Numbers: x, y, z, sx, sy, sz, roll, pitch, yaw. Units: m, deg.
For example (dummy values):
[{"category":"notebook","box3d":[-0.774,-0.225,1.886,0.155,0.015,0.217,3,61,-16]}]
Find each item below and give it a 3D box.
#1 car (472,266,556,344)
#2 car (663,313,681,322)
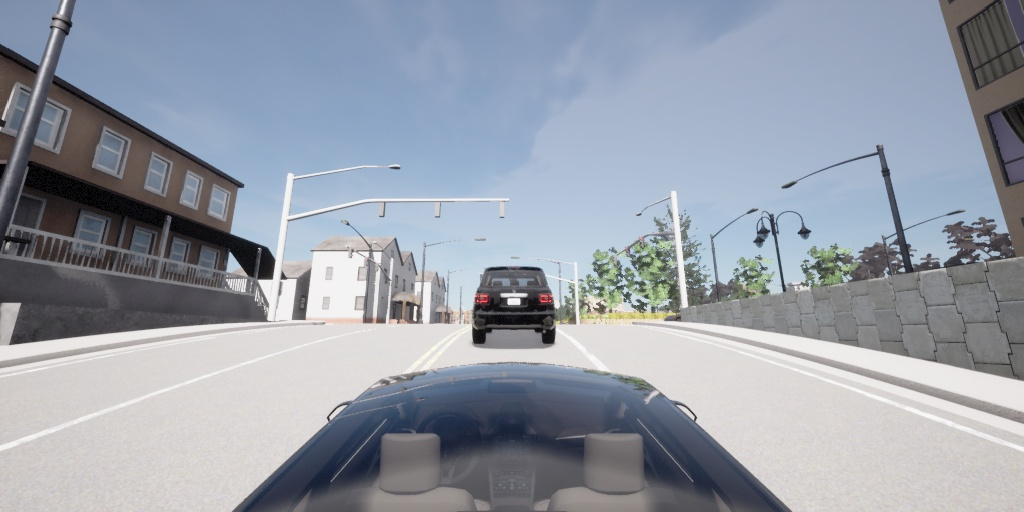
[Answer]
[{"category":"car","box3d":[0.049,1.500,11.159,2.150,2.045,5.566,0,-7,0]},{"category":"car","box3d":[15.821,5.448,31.726,4.553,1.767,2.097,0,-12,0]}]
